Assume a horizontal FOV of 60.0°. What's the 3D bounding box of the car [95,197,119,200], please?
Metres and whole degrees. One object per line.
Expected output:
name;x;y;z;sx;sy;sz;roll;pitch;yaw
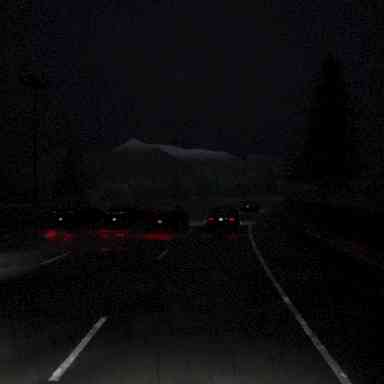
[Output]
car;-13.569;1.649;56.075;2.128;1.511;4.902;0;0;22

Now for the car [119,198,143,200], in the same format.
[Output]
car;-9.620;1.713;56.539;2.033;1.411;5.357;0;0;23

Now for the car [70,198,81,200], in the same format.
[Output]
car;-20.235;1.701;58.231;2.033;1.411;5.357;0;0;22

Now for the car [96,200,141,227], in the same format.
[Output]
car;-4.547;1.560;23.695;2.128;1.511;4.902;0;0;10

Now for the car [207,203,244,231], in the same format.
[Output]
car;2.091;1.620;21.378;2.033;1.411;5.357;0;0;10

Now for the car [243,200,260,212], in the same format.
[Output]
car;7.220;1.707;41.102;1.994;1.385;4.181;0;0;19

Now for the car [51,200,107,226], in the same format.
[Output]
car;-8.066;1.555;23.885;2.128;1.511;4.902;0;0;10

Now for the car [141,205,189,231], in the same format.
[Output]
car;-1.420;1.544;21.295;1.882;1.535;5.008;0;0;9

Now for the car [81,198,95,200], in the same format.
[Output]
car;-16.506;1.637;58.161;1.882;1.535;5.008;0;0;22
